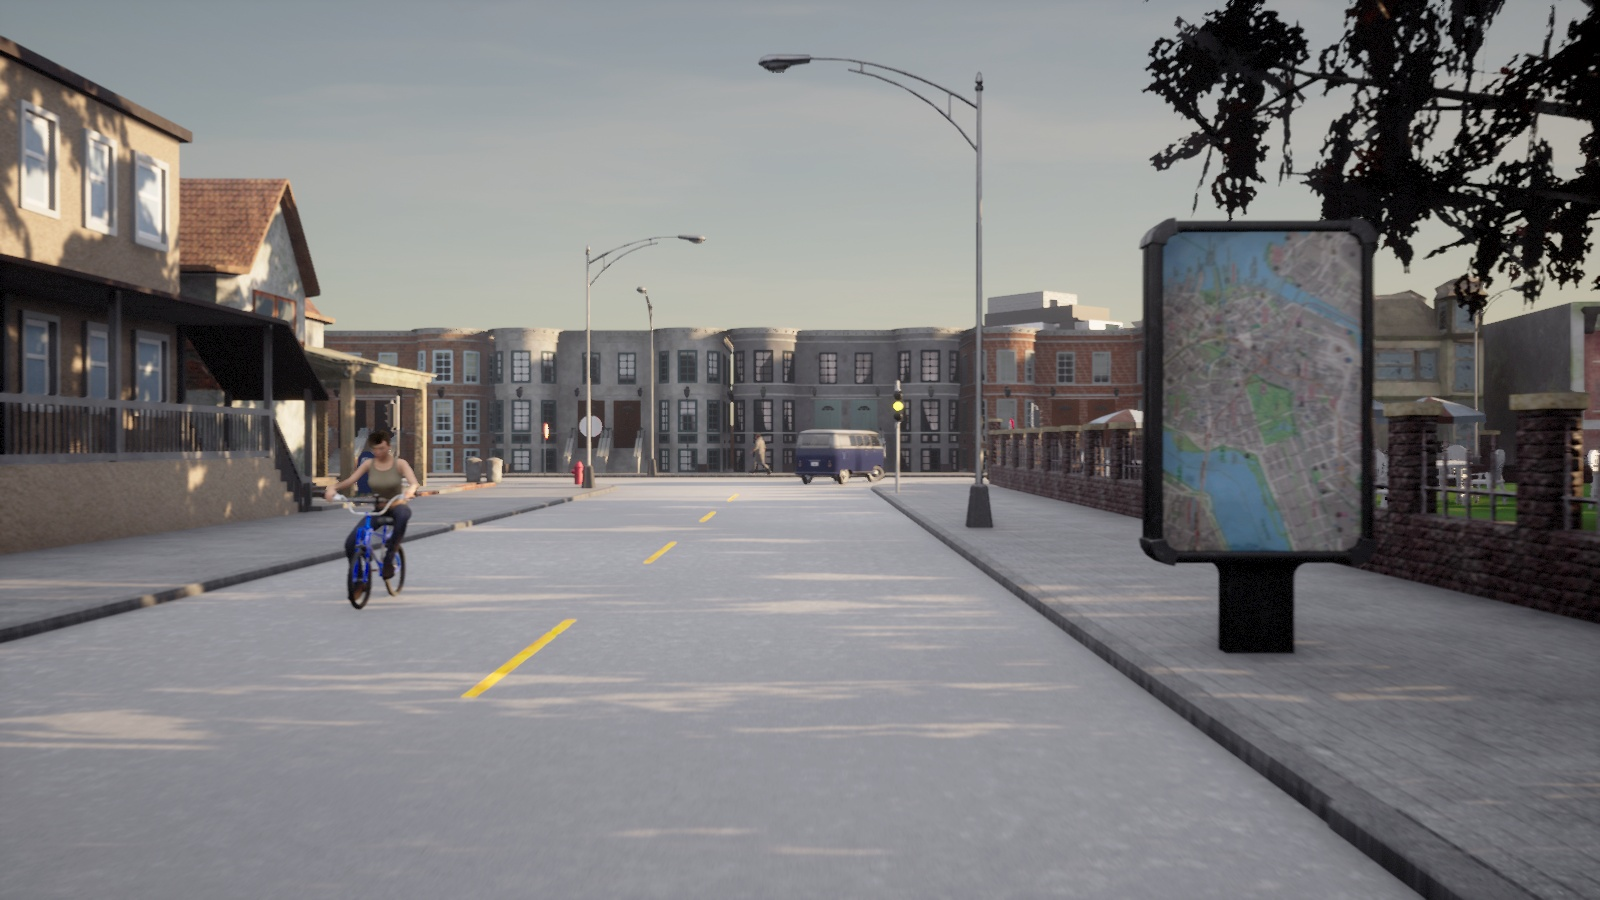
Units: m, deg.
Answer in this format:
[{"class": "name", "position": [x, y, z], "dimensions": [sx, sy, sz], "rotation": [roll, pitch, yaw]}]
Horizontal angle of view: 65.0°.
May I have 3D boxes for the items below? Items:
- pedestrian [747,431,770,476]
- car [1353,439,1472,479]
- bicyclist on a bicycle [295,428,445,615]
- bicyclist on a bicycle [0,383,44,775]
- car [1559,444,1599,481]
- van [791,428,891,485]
[{"class": "pedestrian", "position": [-1.819, 0.143, 55.279], "dimensions": [0.873, 1.952, 0.659], "rotation": [0, 0, 14]}, {"class": "car", "position": [25.164, 0.373, 51.688], "dimensions": [3.988, 1.617, 1.851], "rotation": [0, 0, 0]}, {"class": "bicyclist on a bicycle", "position": [-3.932, 0.614, 11.621], "dimensions": [0.866, 1.612, 1.509], "rotation": [0, 0, 0]}, {"class": "bicyclist on a bicycle", "position": [-3.957, 0.585, 5.095], "dimensions": [0.659, 1.776, 1.843], "rotation": [0, 0, 0]}, {"class": "car", "position": [33.889, 0.496, 51.653], "dimensions": [4.193, 1.474, 1.816], "rotation": [0, 0, 1]}, {"class": "van", "position": [1.559, 0.237, 46.019], "dimensions": [1.775, 1.987, 4.442], "rotation": [0, 0, 30]}]
